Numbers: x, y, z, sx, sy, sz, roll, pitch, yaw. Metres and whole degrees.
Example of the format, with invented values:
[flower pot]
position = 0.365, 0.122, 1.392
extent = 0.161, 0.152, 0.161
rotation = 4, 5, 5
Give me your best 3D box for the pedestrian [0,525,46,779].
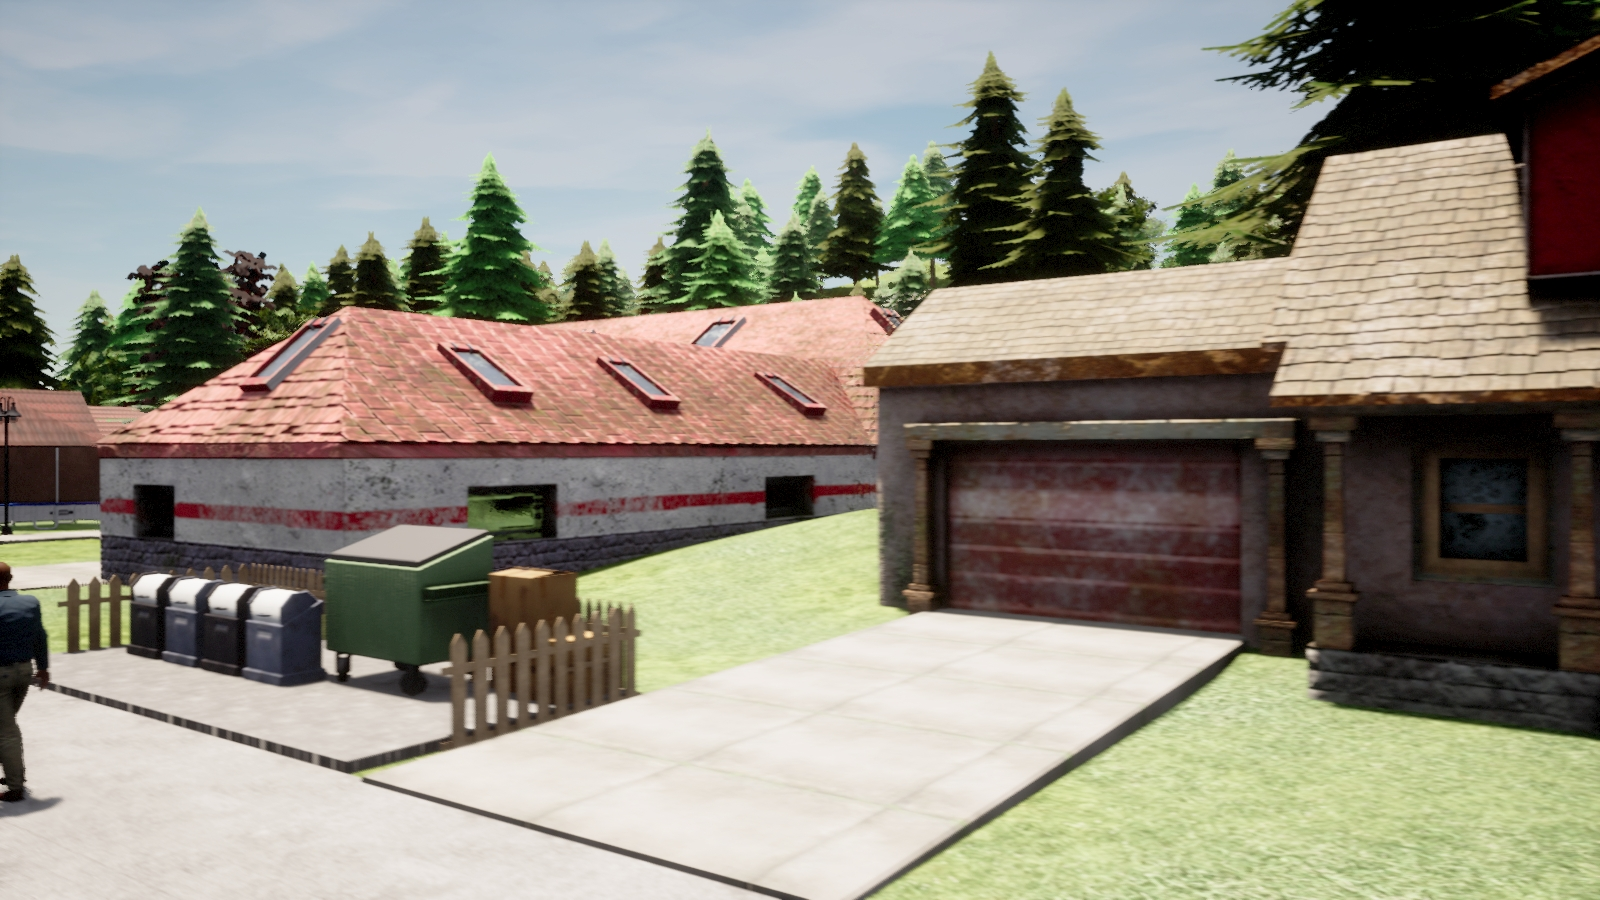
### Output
[pedestrian]
position = -6.066, 1.524, 8.740
extent = 0.375, 1.860, 0.375
rotation = 0, 0, 30
